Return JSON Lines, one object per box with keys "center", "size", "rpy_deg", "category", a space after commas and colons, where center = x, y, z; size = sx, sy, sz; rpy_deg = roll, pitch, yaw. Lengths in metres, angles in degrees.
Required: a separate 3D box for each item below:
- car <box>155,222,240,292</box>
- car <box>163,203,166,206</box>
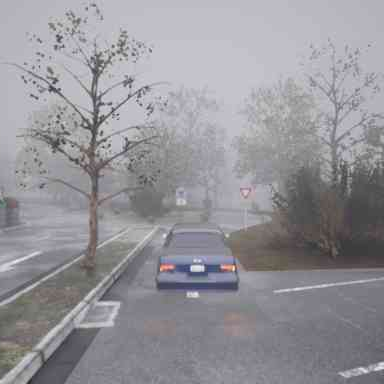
{"center": [0.113, 1.534, 9.030], "size": [2.033, 1.411, 5.357], "rpy_deg": [0, 0, 0], "category": "car"}
{"center": [-5.644, 1.767, 44.740], "size": [4.674, 1.442, 1.812], "rpy_deg": [1, -2, 19], "category": "car"}
